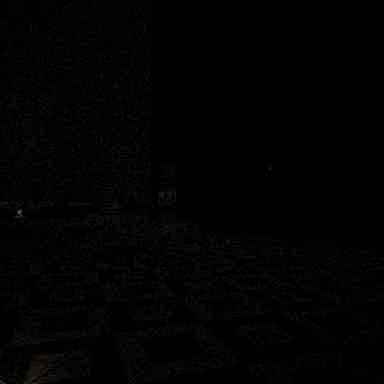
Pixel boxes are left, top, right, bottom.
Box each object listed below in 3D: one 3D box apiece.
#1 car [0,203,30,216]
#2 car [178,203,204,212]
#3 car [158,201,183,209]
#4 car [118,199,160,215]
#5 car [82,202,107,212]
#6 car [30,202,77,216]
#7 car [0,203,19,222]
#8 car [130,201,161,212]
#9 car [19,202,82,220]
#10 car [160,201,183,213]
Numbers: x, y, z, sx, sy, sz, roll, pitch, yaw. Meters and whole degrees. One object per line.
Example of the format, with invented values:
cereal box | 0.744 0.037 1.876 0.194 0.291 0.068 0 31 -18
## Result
car | -20.147 1.842 35.772 2.008 1.369 4.403 -1 -1 35
car | -0.103 2.246 49.204 1.802 1.307 4.206 -1 -2 36
car | -3.770 2.306 58.748 2.008 1.369 4.403 -1 -2 35
car | -6.660 1.792 40.015 2.192 1.841 5.009 -1 -2 35
car | -13.596 2.016 44.963 1.887 1.381 4.507 -1 -2 35
car | -15.573 1.883 37.580 1.812 1.442 4.674 0 -1 36
car | -16.486 1.775 26.222 1.947 1.339 4.313 -1 -2 35
car | -6.851 2.129 49.775 1.812 1.442 4.674 0 -1 36
car | -13.112 1.824 30.956 1.752 1.417 4.829 -1 -2 35
car | -3.383 2.114 44.604 1.887 1.381 4.507 -1 -2 35
